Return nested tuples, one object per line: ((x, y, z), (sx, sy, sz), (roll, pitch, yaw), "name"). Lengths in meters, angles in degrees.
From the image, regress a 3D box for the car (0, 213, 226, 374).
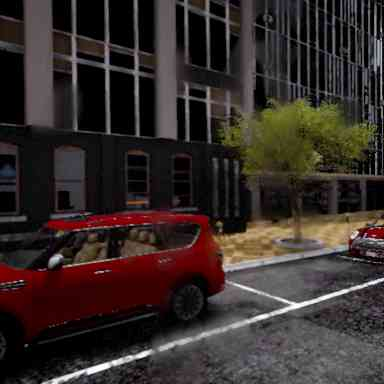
((-1.687, 1.321, 5.500), (5.009, 1.841, 2.192), (0, -1, -35), "car")

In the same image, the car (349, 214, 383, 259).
((7.376, 1.478, 11.855), (4.097, 1.590, 1.967), (0, -1, -35), "car")
